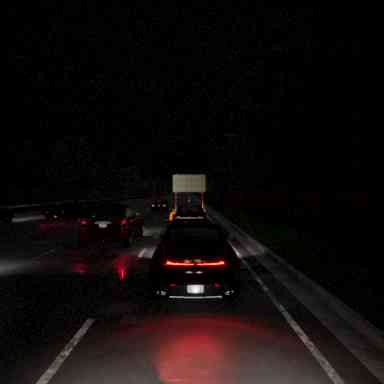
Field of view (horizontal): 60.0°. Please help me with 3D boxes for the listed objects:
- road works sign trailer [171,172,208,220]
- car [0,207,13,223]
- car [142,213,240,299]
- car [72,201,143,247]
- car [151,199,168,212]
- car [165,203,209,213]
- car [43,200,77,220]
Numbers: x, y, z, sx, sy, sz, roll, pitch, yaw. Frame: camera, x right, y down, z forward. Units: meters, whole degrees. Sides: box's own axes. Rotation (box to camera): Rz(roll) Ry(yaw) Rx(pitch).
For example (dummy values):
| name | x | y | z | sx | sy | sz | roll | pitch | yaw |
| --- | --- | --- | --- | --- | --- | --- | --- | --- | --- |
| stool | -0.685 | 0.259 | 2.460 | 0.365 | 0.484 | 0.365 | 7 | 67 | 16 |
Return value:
| name | x | y | z | sx | sy | sz | roll | pitch | yaw |
| --- | --- | --- | --- | --- | --- | --- | --- | --- | --- |
| road works sign trailer | -0.191 | 0.464 | 22.687 | 2.380 | 3.560 | 2.880 | 0 | 0 | -3 |
| car | -14.075 | 1.492 | 22.496 | 2.128 | 1.511 | 4.902 | 0 | 0 | -1 |
| car | 0.045 | 1.505 | 8.427 | 1.837 | 1.490 | 4.892 | 0 | 0 | 0 |
| car | -3.509 | 1.352 | 15.139 | 2.097 | 1.767 | 4.553 | 0 | 0 | 0 |
| car | -3.732 | 1.546 | 39.661 | 2.033 | 1.411 | 5.357 | 0 | 0 | -1 |
| car | -0.074 | 1.488 | 18.817 | 2.128 | 1.511 | 4.902 | 0 | 0 | 1 |
| car | -10.626 | 1.601 | 28.056 | 1.895 | 1.301 | 4.718 | 0 | 0 | -1 |
